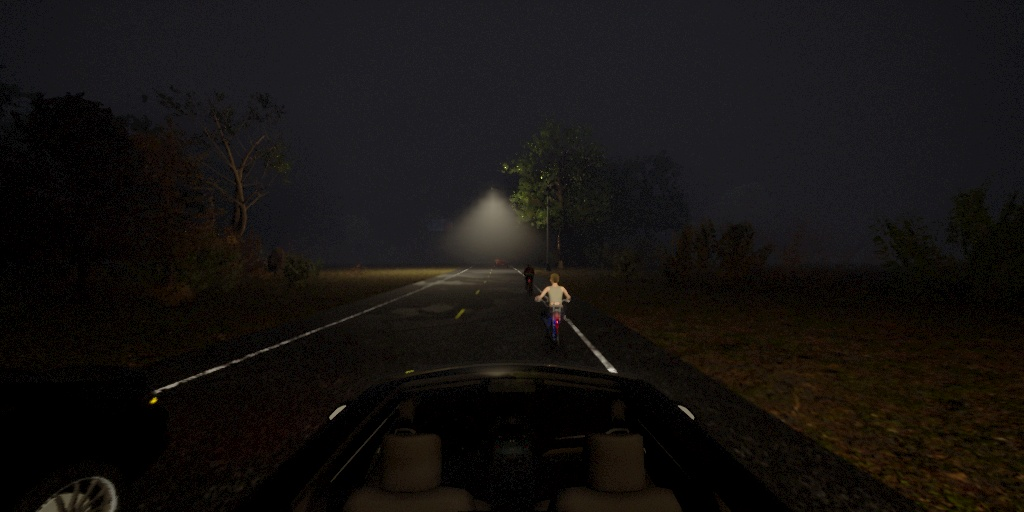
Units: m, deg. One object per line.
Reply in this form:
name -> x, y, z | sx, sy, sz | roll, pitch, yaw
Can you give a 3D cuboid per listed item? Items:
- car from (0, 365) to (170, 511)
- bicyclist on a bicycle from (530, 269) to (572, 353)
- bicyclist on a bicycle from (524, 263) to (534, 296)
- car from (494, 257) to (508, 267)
car -> -3.611, 1.281, 0.918 | 1.812, 1.442, 4.674 | 0, 0, 0
bicyclist on a bicycle -> 0.917, 1.182, 7.826 | 0.866, 1.612, 1.509 | 0, 0, 0
bicyclist on a bicycle -> 0.846, 1.192, 17.504 | 0.582, 1.620, 1.656 | 0, 0, -1
car -> -1.658, 1.211, 61.709 | 1.812, 1.442, 4.674 | 0, 0, -3
